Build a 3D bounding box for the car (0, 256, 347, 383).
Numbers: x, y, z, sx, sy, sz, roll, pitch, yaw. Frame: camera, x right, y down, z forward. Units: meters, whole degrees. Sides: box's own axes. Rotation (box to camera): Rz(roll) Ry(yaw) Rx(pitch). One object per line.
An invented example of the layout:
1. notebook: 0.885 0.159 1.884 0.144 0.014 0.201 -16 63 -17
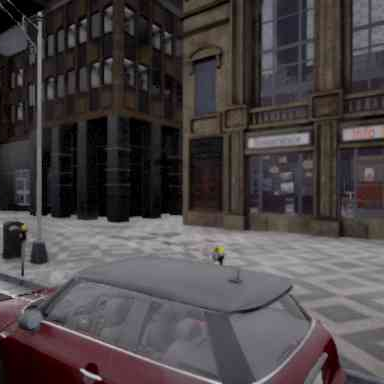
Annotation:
1. car: -0.672 1.442 3.552 4.097 1.590 1.967 0 0 35
